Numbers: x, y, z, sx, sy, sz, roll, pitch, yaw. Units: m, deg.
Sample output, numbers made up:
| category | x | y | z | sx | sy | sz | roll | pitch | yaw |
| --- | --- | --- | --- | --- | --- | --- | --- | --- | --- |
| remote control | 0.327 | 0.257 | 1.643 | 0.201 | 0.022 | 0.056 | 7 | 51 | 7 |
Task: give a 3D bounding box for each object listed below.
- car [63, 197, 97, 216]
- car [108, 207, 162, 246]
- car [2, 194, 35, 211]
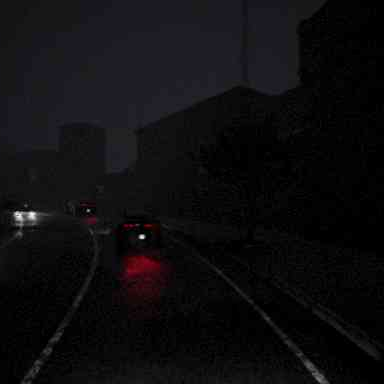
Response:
| category | x | y | z | sx | sy | sz | roll | pitch | yaw |
| --- | --- | --- | --- | --- | --- | --- | --- | --- | --- |
| car | -9.962 | 1.238 | 29.527 | 1.837 | 1.490 | 4.892 | 3 | -1 | -35 |
| car | -2.629 | 1.454 | 15.039 | 1.837 | 1.490 | 4.892 | 1 | 0 | -17 |
| car | -16.775 | 0.941 | 32.069 | 2.128 | 1.511 | 4.902 | 3 | -1 | -44 |
